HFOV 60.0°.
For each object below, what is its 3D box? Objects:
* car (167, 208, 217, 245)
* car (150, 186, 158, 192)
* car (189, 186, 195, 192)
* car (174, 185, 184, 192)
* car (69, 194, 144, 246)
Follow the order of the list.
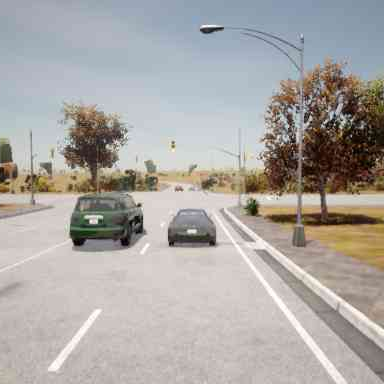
[{"bbox_3d":[0.001,1.398,14.512,1.994,1.385,4.181,0,1,0],"label":"car"},{"bbox_3d":[-10.498,-0.833,91.276,1.837,1.490,4.892,0,0,0],"label":"car"},{"bbox_3d":[0.002,-0.783,87.509,2.033,1.411,5.357,0,0,0],"label":"car"},{"bbox_3d":[-3.498,-0.968,87.480,2.097,1.767,4.553,0,0,0],"label":"car"},{"bbox_3d":[-3.499,1.081,14.532,2.150,2.045,5.566,0,1,0],"label":"car"}]
